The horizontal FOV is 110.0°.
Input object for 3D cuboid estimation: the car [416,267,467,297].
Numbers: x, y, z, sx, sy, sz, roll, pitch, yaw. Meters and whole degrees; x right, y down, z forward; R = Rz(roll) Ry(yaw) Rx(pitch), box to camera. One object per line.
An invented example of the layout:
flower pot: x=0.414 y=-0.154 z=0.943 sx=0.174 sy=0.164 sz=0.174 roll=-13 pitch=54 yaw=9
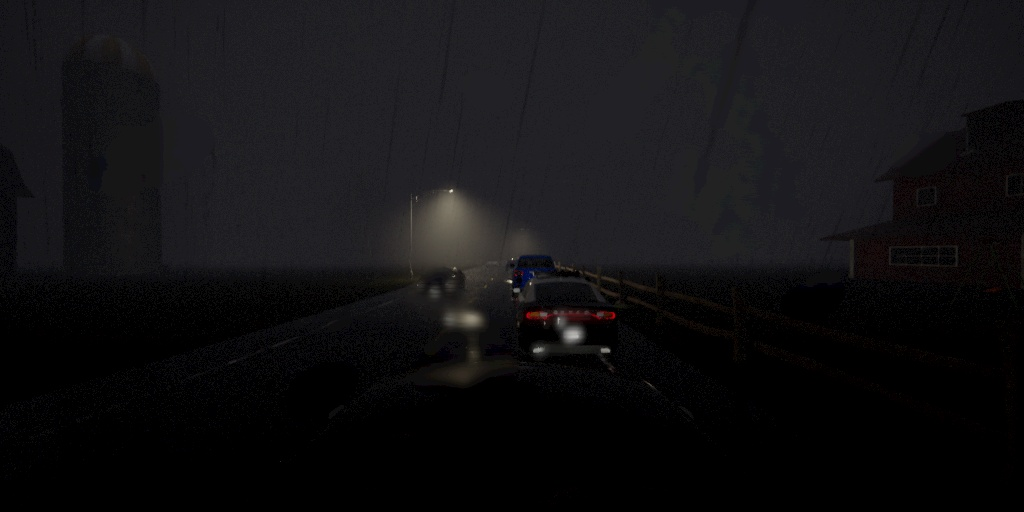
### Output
car: x=-3.562 y=1.282 z=19.183 sx=2.033 sy=1.411 sz=5.357 roll=0 pitch=0 yaw=0

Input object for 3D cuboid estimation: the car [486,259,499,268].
car: x=-3.434 y=1.279 z=62.592 sx=1.812 sy=1.442 sz=4.674 roll=0 pitch=0 yaw=1

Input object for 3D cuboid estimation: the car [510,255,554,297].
car: x=1.088 y=0.959 z=18.692 sx=2.150 sy=2.045 sz=5.566 roll=0 pitch=0 yaw=0

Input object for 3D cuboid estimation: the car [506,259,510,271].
car: x=0.153 y=1.217 z=50.384 sx=1.882 sy=1.535 sz=5.008 roll=0 pitch=0 yaw=1

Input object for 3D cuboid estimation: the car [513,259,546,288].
car: x=1.098 y=1.084 z=24.632 sx=2.097 sy=1.767 sz=4.553 roll=0 pitch=0 yaw=0

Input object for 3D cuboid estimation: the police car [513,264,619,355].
police car: x=1.067 y=1.167 z=8.770 sx=1.930 sy=1.638 sz=5.238 roll=0 pitch=0 yaw=0
